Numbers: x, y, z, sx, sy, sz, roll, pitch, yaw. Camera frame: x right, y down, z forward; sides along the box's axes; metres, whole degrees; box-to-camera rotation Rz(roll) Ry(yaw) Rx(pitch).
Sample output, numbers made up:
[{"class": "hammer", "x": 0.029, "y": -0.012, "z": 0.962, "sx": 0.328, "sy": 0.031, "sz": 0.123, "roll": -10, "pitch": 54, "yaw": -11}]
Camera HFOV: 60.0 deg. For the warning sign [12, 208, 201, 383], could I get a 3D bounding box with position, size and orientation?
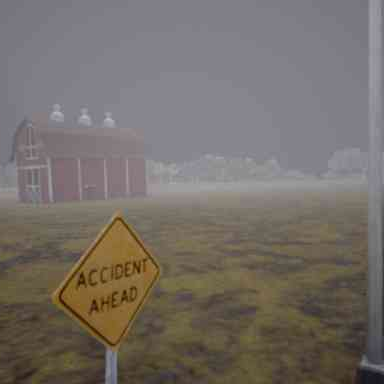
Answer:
[{"class": "warning sign", "x": -0.745, "y": 1.118, "z": 3.129, "sx": 1.060, "sy": 1.860, "sz": 1.300, "roll": 1, "pitch": 0, "yaw": 35}]
